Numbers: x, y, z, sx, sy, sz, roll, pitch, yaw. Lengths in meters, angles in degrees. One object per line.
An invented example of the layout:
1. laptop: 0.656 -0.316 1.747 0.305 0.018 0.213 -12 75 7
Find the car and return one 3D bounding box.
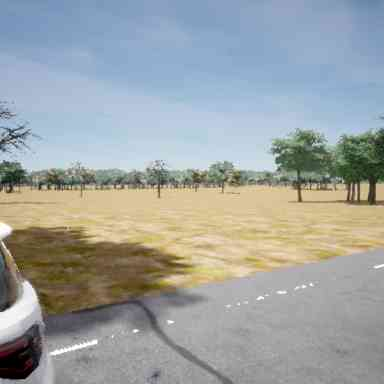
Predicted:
1. car: -3.594 1.222 1.428 5.566 2.045 2.150 0 0 -35
